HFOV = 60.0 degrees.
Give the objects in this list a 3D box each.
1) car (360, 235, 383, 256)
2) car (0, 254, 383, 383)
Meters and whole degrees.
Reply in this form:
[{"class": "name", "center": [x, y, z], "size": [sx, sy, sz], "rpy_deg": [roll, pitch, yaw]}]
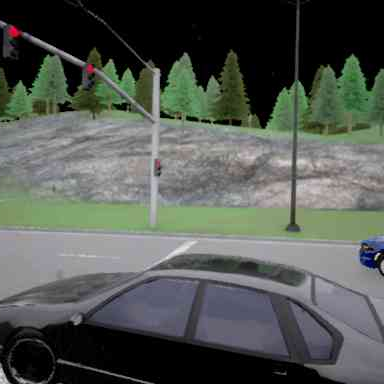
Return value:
[{"class": "car", "center": [6.781, 1.466, 7.917], "size": [5.008, 1.535, 1.882], "rpy_deg": [2, 1, 37]}, {"class": "car", "center": [0.145, 1.480, 3.774], "size": [5.357, 1.411, 2.033], "rpy_deg": [2, 1, 20]}]
